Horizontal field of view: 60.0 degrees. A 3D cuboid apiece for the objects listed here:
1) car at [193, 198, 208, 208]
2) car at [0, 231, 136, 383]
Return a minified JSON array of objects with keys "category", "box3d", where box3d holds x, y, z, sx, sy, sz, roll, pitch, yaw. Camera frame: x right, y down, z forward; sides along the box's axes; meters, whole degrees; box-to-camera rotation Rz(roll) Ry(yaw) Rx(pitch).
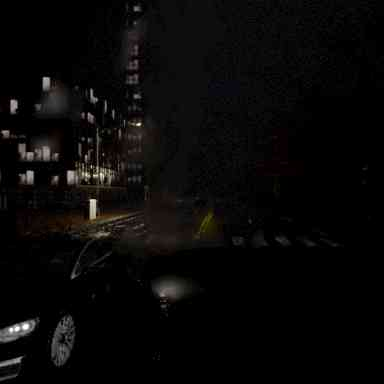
[{"category":"car","box3d":[1.290,1.567,48.533,1.994,1.385,4.181,0,0,4]},{"category":"car","box3d":[-2.380,1.511,5.837,2.128,1.511,4.902,0,0,6]}]
